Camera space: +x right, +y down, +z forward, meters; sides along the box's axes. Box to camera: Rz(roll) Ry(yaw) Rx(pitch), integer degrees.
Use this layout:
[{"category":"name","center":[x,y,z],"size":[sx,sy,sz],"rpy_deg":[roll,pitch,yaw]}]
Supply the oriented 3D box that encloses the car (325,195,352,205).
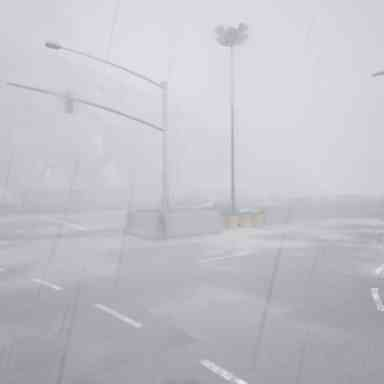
[{"category":"car","center":[21.947,1.123,49.702],"size":[4.181,1.385,1.994],"rpy_deg":[-1,0,-38]}]

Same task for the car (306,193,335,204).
[{"category":"car","center":[20.561,1.029,53.102],"size":[5.008,1.535,1.882],"rpy_deg":[-1,0,-38]}]

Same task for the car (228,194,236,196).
[{"category":"car","center":[5.199,1.080,42.050],"size":[4.553,1.767,2.097],"rpy_deg":[-1,0,-35]}]

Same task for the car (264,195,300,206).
[{"category":"car","center":[12.864,1.188,47.439],"size":[5.357,1.411,2.033],"rpy_deg":[-1,0,-35]}]

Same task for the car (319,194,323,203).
[{"category":"car","center":[16.168,1.213,41.229],"size":[4.181,1.385,1.994],"rpy_deg":[-1,0,-35]}]

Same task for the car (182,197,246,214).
[{"category":"car","center":[1.815,1.362,26.781],"size":[4.674,1.442,1.812],"rpy_deg":[-1,0,-35]}]

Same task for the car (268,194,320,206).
[{"category":"car","center":[10.091,1.247,32.671],"size":[4.892,1.490,1.837],"rpy_deg":[-1,0,-35]}]

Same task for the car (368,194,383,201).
[{"category":"car","center":[25.059,1.047,43.307],"size":[5.008,1.535,1.882],"rpy_deg":[-1,0,-35]}]

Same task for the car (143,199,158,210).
[{"category":"car","center":[-2.949,1.313,36.275],"size":[4.902,1.511,2.128],"rpy_deg":[-1,0,-35]}]

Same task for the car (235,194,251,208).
[{"category":"car","center":[7.456,1.290,39.351],"size":[4.181,1.385,1.994],"rpy_deg":[-1,0,-34]}]

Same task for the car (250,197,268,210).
[{"category":"car","center":[8.967,1.332,36.158],"size":[4.718,1.301,1.895],"rpy_deg":[-1,0,-35]}]

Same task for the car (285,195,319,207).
[{"category":"car","center":[14.741,1.147,44.480],"size":[4.892,1.490,1.837],"rpy_deg":[-1,0,-35]}]

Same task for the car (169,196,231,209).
[{"category":"car","center":[0.860,1.372,30.404],"size":[5.357,1.411,2.033],"rpy_deg":[-1,0,-36]}]

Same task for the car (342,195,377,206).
[{"category":"car","center":[23.448,1.112,46.466],"size":[5.357,1.411,2.033],"rpy_deg":[-1,0,-35]}]

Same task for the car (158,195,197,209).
[{"category":"car","center":[-0.684,1.171,33.592],"size":[4.553,1.767,2.097],"rpy_deg":[-1,0,-35]}]

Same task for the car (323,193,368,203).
[{"category":"car","center":[17.554,1.008,37.943],"size":[4.553,1.767,2.097],"rpy_deg":[-1,0,-35]}]
